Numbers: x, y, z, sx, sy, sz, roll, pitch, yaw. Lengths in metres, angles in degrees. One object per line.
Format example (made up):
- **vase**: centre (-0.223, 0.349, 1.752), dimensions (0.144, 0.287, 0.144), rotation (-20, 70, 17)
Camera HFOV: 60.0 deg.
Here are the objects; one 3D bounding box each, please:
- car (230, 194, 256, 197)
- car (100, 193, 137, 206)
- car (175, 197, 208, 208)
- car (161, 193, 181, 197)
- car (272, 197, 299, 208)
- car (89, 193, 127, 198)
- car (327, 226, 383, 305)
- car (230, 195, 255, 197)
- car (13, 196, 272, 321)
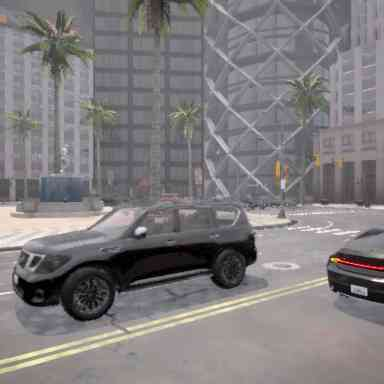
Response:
- **car**: centre (7.121, 1.221, 43.111), dimensions (2.150, 2.045, 5.566), rotation (0, 0, -41)
- **car**: centre (-12.019, 1.223, 54.497), dimensions (5.566, 2.045, 2.150), rotation (0, 0, 10)
- **car**: centre (-0.167, 1.526, 49.595), dimensions (4.674, 1.442, 1.812), rotation (0, 0, 32)
- **car**: centre (-2.536, 1.221, 47.080), dimensions (5.566, 2.045, 2.150), rotation (0, 0, 31)
- **car**: centre (12.801, 1.491, 47.534), dimensions (2.128, 1.511, 4.902), rotation (0, 0, -40)
- **car**: centre (-13.121, 1.224, 51.172), dimensions (5.566, 2.045, 2.150), rotation (0, 0, 9)
- **car**: centre (4.956, 1.505, 7.331), dimensions (4.892, 1.490, 1.837), rotation (0, 0, -35)
- **car**: centre (4.752, 1.492, 40.427), dimensions (2.128, 1.511, 4.902), rotation (0, 0, -42)
- **car**: centre (-0.932, 1.221, 7.635), dimensions (5.566, 2.045, 2.150), rotation (0, 0, -36)
